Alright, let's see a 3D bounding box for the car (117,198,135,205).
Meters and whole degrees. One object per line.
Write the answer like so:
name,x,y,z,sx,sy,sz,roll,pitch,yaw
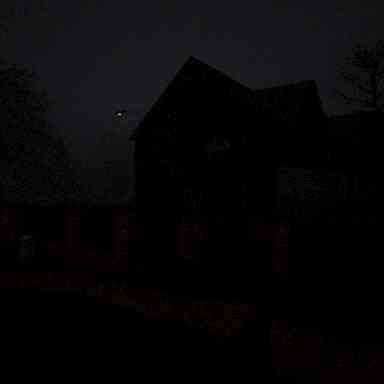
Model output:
car,-7.313,1.541,42.073,2.128,1.511,4.902,0,0,35
